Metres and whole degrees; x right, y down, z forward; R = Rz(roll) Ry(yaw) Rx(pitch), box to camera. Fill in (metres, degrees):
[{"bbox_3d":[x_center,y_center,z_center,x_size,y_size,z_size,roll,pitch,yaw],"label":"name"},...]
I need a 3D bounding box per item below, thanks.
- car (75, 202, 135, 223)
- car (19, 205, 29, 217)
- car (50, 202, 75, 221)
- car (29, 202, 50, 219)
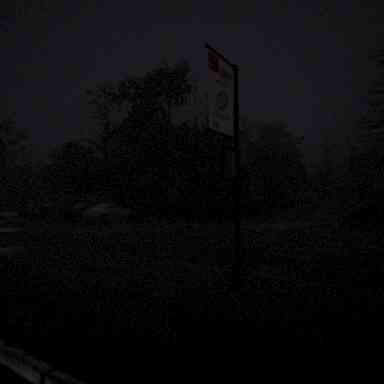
[{"bbox_3d":[-6.800,1.677,27.414,2.002,1.452,4.674,-1,0,36],"label":"car"},{"bbox_3d":[-14.686,1.756,33.058,2.002,1.452,4.674,-1,0,36],"label":"car"},{"bbox_3d":[-9.356,1.662,29.253,2.097,1.535,5.008,-1,0,36],"label":"car"},{"bbox_3d":[-12.024,1.690,31.149,2.231,1.521,4.892,-1,0,36],"label":"car"}]
